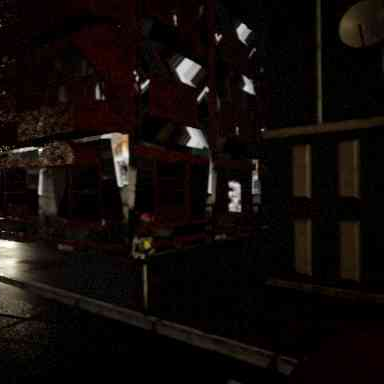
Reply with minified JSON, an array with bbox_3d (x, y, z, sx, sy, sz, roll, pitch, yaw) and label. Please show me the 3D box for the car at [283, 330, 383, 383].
[{"bbox_3d":[2.634,1.315,0.857,5.009,1.841,2.192,0,-1,36],"label":"car"}]
